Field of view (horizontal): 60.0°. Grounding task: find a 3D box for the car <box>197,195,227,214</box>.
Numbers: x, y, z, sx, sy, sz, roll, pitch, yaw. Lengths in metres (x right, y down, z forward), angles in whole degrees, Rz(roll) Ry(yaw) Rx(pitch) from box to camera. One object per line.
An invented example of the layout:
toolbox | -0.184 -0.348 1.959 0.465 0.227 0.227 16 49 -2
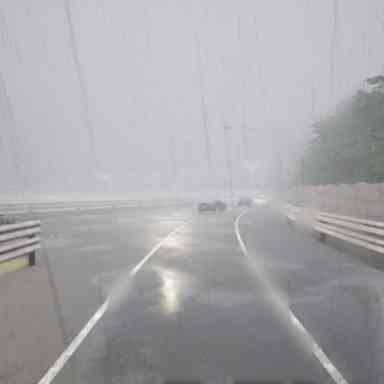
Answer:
car | 2.297 1.467 35.987 1.882 1.535 5.008 0 0 25

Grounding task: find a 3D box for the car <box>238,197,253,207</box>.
car | 8.390 1.498 52.385 1.837 1.490 4.892 1 0 16

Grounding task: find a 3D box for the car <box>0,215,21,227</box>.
car | -10.400 1.466 15.141 2.128 1.511 4.902 0 0 38
